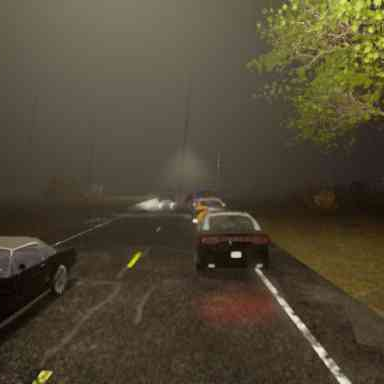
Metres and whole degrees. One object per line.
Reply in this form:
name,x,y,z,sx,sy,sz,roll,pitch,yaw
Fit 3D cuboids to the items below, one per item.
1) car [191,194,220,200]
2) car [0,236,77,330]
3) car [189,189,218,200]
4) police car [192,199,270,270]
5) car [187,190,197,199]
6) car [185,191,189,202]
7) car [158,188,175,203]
car,1.055,1.119,20.370,1.882,1.535,5.008,0,1,0
car,-3.598,1.502,5.514,1.895,1.301,4.718,0,1,0
car,1.057,0.759,26.396,2.150,2.045,5.566,0,1,0
police car,1.053,1.239,10.479,1.930,1.638,5.238,0,1,0
car,0.017,0.395,61.464,1.882,1.535,5.008,0,1,0
car,0.044,0.672,47.182,1.837,1.490,4.892,0,1,1
car,-3.575,0.387,47.366,2.150,2.045,5.566,0,1,0
